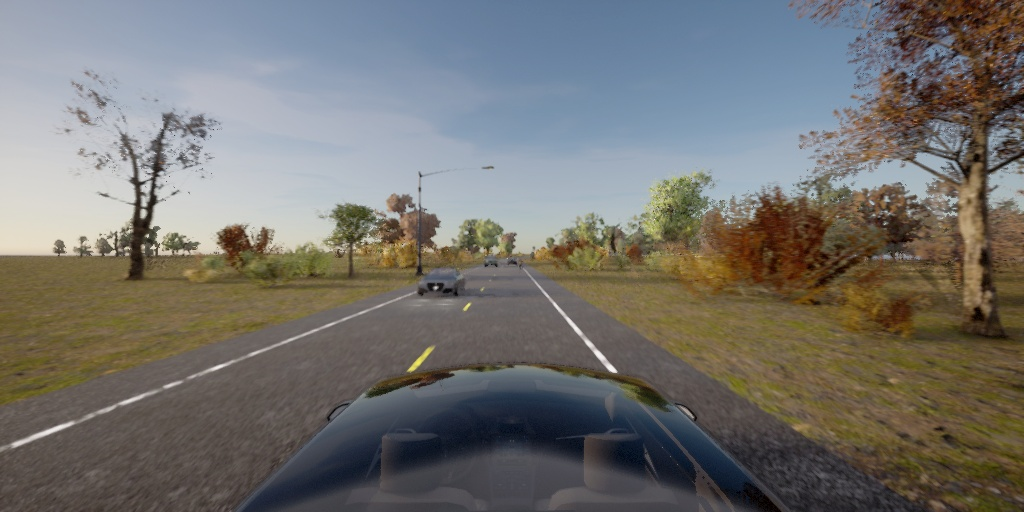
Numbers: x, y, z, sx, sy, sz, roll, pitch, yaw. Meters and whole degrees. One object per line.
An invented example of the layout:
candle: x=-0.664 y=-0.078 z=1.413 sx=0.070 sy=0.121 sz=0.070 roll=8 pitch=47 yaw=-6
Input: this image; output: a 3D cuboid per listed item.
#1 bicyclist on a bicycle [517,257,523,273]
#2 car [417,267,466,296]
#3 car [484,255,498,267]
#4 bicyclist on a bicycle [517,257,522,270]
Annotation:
bicyclist on a bicycle: x=0.965 y=1.141 z=39.359 sx=0.582 sy=1.620 sz=1.656 roll=0 pitch=0 yaw=0
car: x=-3.587 y=1.291 z=18.835 sx=1.994 sy=1.385 sz=4.181 roll=0 pitch=0 yaw=0
car: x=-3.511 y=0.878 z=60.821 sx=2.150 sy=2.045 sz=5.566 roll=0 pitch=0 yaw=0
bicyclist on a bicycle: x=0.967 y=1.034 z=49.032 sx=0.659 sy=1.776 sz=1.843 roll=0 pitch=0 yaw=0
